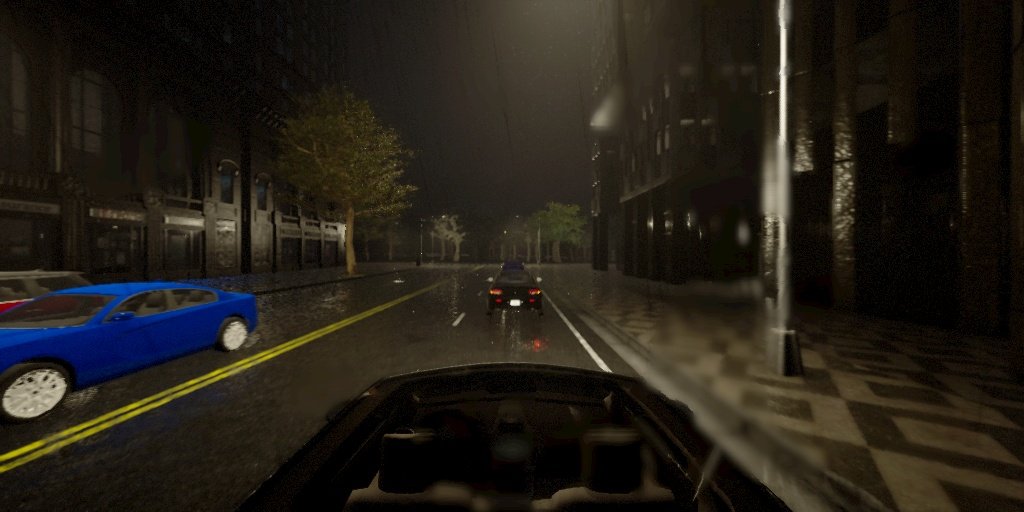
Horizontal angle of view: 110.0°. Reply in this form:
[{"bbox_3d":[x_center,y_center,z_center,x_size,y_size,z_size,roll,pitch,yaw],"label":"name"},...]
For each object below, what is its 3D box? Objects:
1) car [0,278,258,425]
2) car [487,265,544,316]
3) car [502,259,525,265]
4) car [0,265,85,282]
[{"bbox_3d":[-6.598,1.206,5.889,1.882,1.535,5.008,0,0,0],"label":"car"},{"bbox_3d":[0.103,1.213,12.950,1.812,1.442,4.674,0,0,0],"label":"car"},{"bbox_3d":[0.125,1.049,32.814,1.882,1.535,5.008,0,0,0],"label":"car"},{"bbox_3d":[-9.847,1.081,6.096,2.097,1.767,4.553,0,0,0],"label":"car"}]
